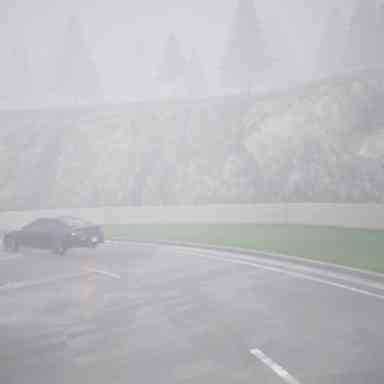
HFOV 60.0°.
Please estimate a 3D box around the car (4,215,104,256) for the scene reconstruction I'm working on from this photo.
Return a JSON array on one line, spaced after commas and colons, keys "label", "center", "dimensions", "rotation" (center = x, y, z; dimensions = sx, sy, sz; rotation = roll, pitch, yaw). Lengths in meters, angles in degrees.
[{"label": "car", "center": [-5.759, 1.709, 13.836], "dimensions": [4.674, 1.442, 1.812], "rotation": [-2, 0, 28]}]
